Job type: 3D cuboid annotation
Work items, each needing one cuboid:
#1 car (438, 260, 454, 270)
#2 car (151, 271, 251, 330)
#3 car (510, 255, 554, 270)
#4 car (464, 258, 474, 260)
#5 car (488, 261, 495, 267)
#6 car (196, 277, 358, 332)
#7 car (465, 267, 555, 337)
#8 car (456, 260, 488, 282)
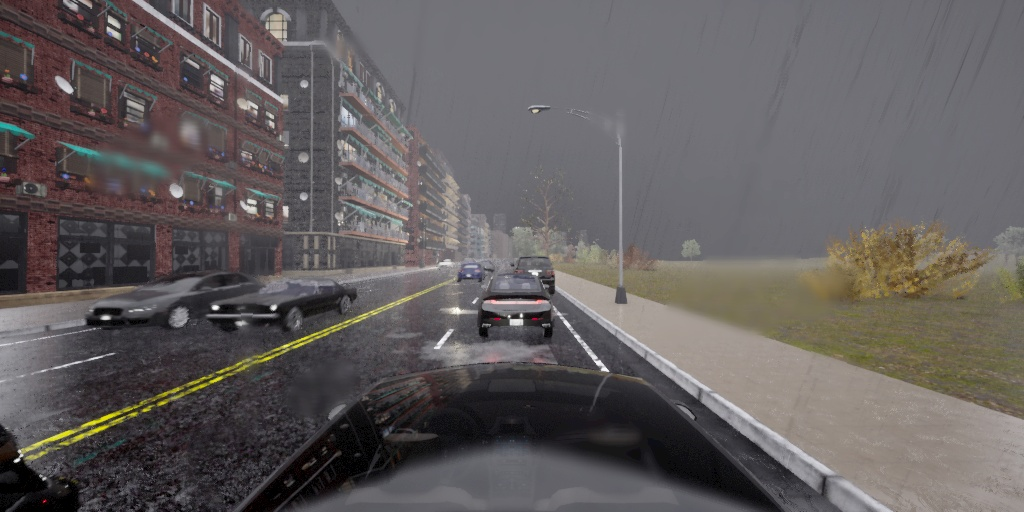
[{"bbox_3d":[-9.893,1.276,54.225,1.812,1.442,4.674,0,0,0],"label":"car"},{"bbox_3d":[-9.859,1.256,11.139,1.837,1.490,4.892,0,0,0],"label":"car"},{"bbox_3d":[1.120,0.977,20.162,2.150,2.045,5.566,0,0,0],"label":"car"},{"bbox_3d":[-6.642,1.102,54.405,2.097,1.767,4.553,0,0,0],"label":"car"},{"bbox_3d":[-3.194,1.314,44.797,1.994,1.385,4.181,0,0,0],"label":"car"},{"bbox_3d":[-6.608,1.352,10.992,1.895,1.301,4.718,0,0,0],"label":"car"},{"bbox_3d":[0.092,1.243,10.292,2.128,1.511,4.902,0,0,0],"label":"car"},{"bbox_3d":[-3.177,1.278,28.639,1.812,1.442,4.674,0,0,0],"label":"car"}]
